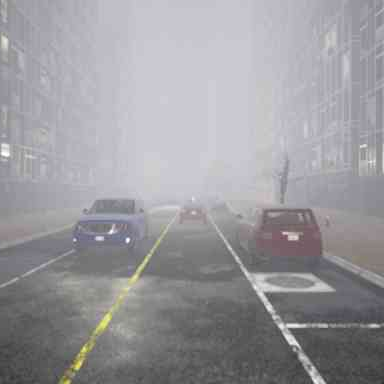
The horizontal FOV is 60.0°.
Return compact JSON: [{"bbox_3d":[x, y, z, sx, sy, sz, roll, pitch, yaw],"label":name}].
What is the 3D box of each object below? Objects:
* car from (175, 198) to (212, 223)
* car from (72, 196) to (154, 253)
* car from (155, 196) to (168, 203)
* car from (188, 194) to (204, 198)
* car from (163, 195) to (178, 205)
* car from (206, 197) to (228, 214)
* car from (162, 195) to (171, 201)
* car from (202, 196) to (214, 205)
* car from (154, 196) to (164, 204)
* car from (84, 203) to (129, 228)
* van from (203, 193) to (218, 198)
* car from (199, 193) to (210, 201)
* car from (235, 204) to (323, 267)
[{"bbox_3d":[0.110,1.452,24.973,2.163,1.488,4.792,0,0,0],"label":"car"},{"bbox_3d":[-3.097,1.196,13.909,2.150,2.045,5.566,0,0,0],"label":"car"},{"bbox_3d":[-5.663,1.387,62.521,1.947,1.339,4.313,0,0,0],"label":"car"},{"bbox_3d":[0.118,1.398,42.589,2.163,1.488,4.792,0,0,0],"label":"car"},{"bbox_3d":[-3.051,1.456,53.427,1.895,1.301,4.718,0,0,0],"label":"car"},{"bbox_3d":[2.706,1.467,34.031,1.887,1.381,4.507,0,0,0],"label":"car"},{"bbox_3d":[-5.658,1.299,73.745,1.752,1.417,4.829,0,0,0],"label":"car"},{"bbox_3d":[2.715,1.425,56.821,1.802,1.307,4.206,0,0,0],"label":"car"},{"bbox_3d":[-5.665,1.394,56.824,2.008,1.369,4.403,0,0,0],"label":"car"},{"bbox_3d":[-5.680,1.520,22.640,1.947,1.339,4.313,0,0,0],"label":"car"},{"bbox_3d":[2.711,1.226,45.423,1.690,1.788,3.998,0,0,0],"label":"van"},{"bbox_3d":[2.723,1.088,73.910,2.192,1.841,5.009,0,0,0],"label":"car"},{"bbox_3d":[2.696,1.295,11.238,2.192,1.841,5.009,0,0,0],"label":"car"}]
